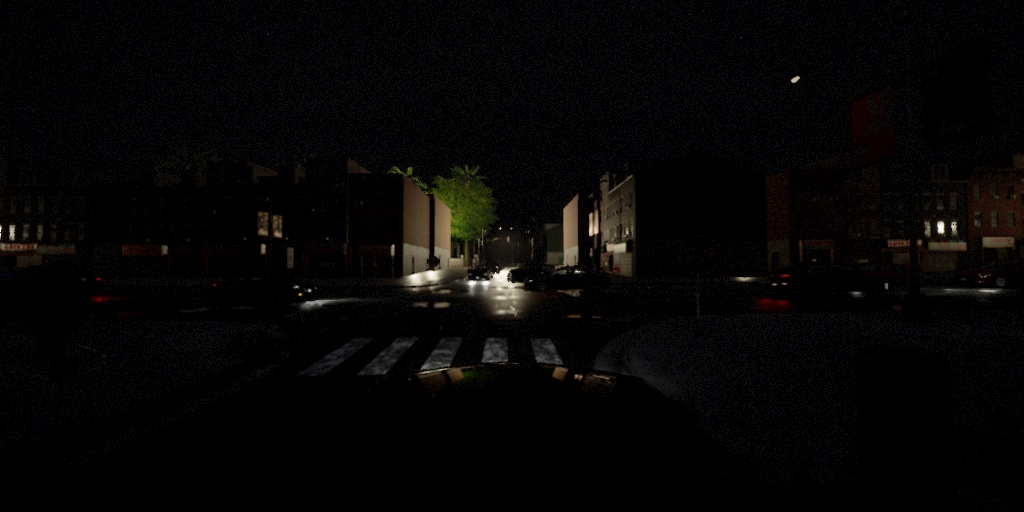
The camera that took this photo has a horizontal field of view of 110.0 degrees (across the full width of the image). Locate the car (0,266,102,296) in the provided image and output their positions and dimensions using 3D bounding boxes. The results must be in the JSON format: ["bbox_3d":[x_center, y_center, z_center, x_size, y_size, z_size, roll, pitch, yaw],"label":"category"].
[{"bbox_3d":[-26.231,1.331,20.162,4.553,1.767,2.097,0,-2,-1],"label":"car"}]

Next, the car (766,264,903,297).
[{"bbox_3d":[14.935,1.121,17.131,4.902,1.511,2.128,-1,-2,-1],"label":"car"}]

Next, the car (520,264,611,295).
[{"bbox_3d":[3.115,1.370,20.454,4.902,1.511,2.128,-1,-2,-1],"label":"car"}]

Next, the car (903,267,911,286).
[{"bbox_3d":[24.203,1.237,23.910,4.674,1.442,1.812,-1,-2,-1],"label":"car"}]

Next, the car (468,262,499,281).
[{"bbox_3d":[-2.795,1.536,33.757,2.033,1.411,5.357,0,0,4],"label":"car"}]

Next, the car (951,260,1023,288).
[{"bbox_3d":[28.533,1.030,20.718,5.008,1.535,1.882,-1,-2,-1],"label":"car"}]

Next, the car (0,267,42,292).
[{"bbox_3d":[-34.398,1.497,23.327,5.008,1.535,1.882,0,-2,-1],"label":"car"}]

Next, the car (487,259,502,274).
[{"bbox_3d":[-2.600,1.421,45.210,2.097,1.767,4.553,0,0,0],"label":"car"}]

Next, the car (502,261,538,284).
[{"bbox_3d":[1.620,1.337,27.430,2.097,1.767,4.553,2,0,-36],"label":"car"}]

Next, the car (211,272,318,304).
[{"bbox_3d":[-11.526,1.455,16.856,4.181,1.385,1.994,0,-2,-1],"label":"car"}]

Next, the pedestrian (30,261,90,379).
[{"bbox_3d":[-6.849,0.908,5.466,0.375,1.860,0.375,1,-2,0],"label":"pedestrian"}]
